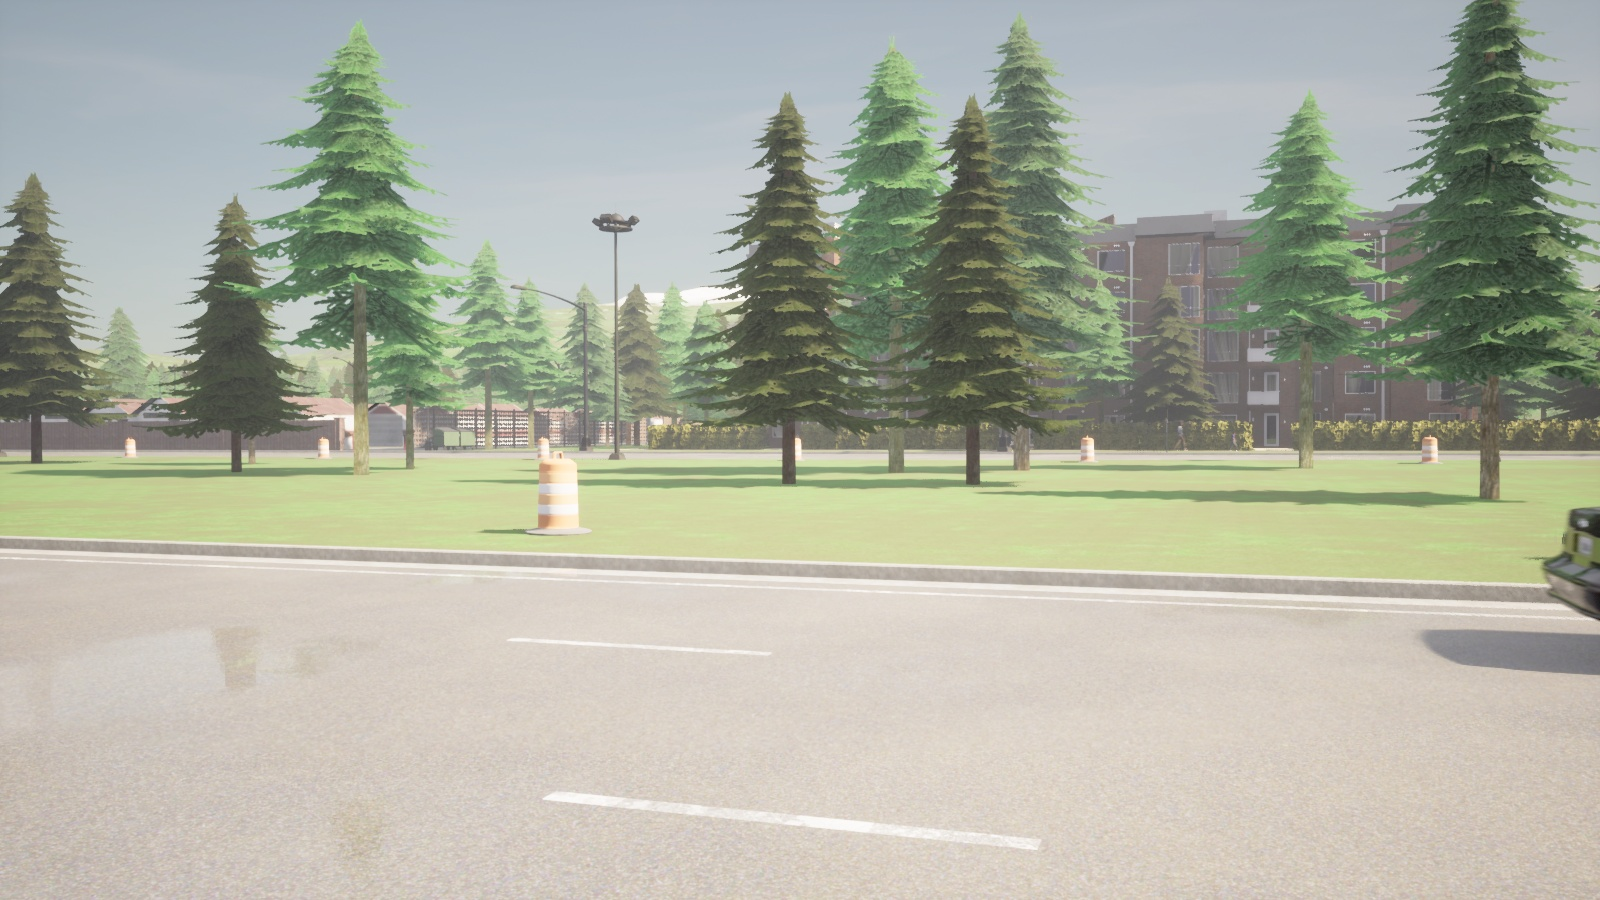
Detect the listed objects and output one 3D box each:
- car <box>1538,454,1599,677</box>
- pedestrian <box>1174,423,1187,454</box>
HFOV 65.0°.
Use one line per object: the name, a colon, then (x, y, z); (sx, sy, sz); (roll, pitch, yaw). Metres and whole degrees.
car: (7.939, 0.777, 7.908); (5.357, 1.411, 2.033); (1, 1, 19)
pedestrian: (23.924, -0.719, 78.965); (0.788, 1.949, 0.423); (1, 1, 19)
